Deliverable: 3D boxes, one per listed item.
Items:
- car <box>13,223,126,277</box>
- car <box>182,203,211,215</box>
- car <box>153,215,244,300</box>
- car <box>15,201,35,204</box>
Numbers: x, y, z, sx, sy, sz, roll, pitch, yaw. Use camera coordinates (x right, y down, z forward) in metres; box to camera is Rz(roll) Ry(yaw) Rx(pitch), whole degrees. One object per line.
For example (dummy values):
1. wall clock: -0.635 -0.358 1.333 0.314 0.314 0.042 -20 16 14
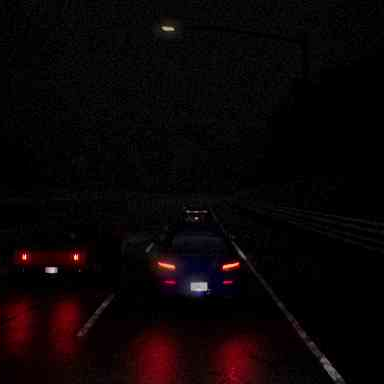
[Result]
1. car: -3.359 1.597 10.249 1.895 1.301 4.718 0 0 1
2. car: 0.333 1.502 24.031 2.128 1.511 4.902 0 0 1
3. car: 0.132 1.523 8.227 1.812 1.442 4.674 0 0 0
4. car: -17.138 1.628 33.875 1.895 1.301 4.718 0 0 2
